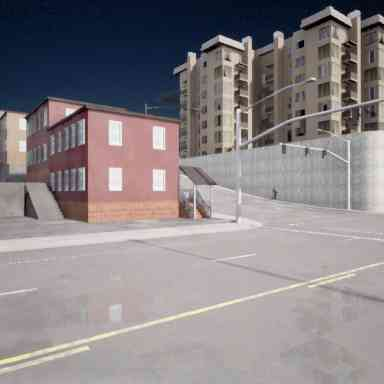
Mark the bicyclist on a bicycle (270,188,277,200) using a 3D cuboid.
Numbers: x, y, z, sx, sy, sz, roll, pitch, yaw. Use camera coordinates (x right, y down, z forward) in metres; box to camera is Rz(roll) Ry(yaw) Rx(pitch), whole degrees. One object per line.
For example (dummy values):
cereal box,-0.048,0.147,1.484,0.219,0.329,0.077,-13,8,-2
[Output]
bicyclist on a bicycle,11.200,0.301,45.389,1.656,1.620,0.582,0,6,-35
